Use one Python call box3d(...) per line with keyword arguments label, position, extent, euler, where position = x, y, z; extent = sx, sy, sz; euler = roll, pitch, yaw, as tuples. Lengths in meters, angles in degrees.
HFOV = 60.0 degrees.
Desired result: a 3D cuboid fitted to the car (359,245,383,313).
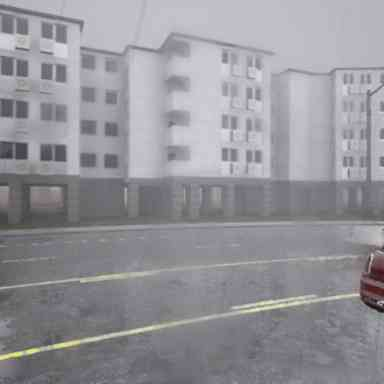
box3d(label="car", position=(5.423, 1.390, 6.006), extent=(4.553, 1.767, 2.097), euler=(0, 0, -19))
